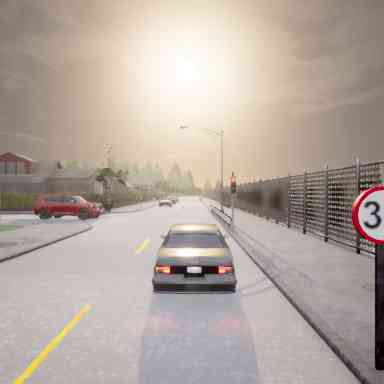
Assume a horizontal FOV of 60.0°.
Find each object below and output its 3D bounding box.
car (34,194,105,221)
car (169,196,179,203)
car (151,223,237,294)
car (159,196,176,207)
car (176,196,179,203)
[{"bbox_3d":[-9.960,1.222,27.099,5.566,2.045,2.150,0,0,9],"label":"car"},{"bbox_3d":[-3.901,1.553,71.610,1.994,1.385,4.181,0,0,0],"label":"car"},{"bbox_3d":[0.066,1.547,8.921,2.033,1.411,5.357,0,0,1],"label":"car"},{"bbox_3d":[-4.025,1.547,51.761,2.033,1.411,5.357,0,0,0],"label":"car"},{"bbox_3d":[-3.979,1.478,61.606,1.882,1.535,5.008,0,0,0],"label":"car"}]
